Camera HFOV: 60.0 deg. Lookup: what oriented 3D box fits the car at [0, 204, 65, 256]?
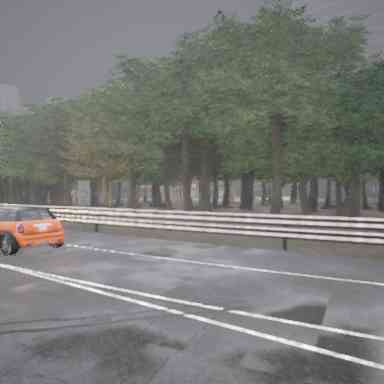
[{"bbox_3d":[-7.228,1.357,13.419,4.553,1.767,2.097,0,0,34],"label":"car"}]
